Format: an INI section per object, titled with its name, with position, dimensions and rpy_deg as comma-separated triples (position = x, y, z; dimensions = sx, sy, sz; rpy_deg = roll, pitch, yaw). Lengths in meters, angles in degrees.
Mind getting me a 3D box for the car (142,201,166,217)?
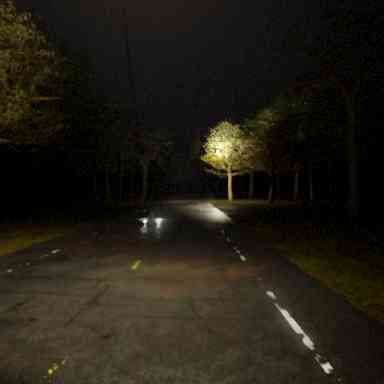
[car]
position = -3.492, 1.572, 31.819
dimensions = 2.033, 1.411, 5.357
rpy_deg = 0, 0, 0
